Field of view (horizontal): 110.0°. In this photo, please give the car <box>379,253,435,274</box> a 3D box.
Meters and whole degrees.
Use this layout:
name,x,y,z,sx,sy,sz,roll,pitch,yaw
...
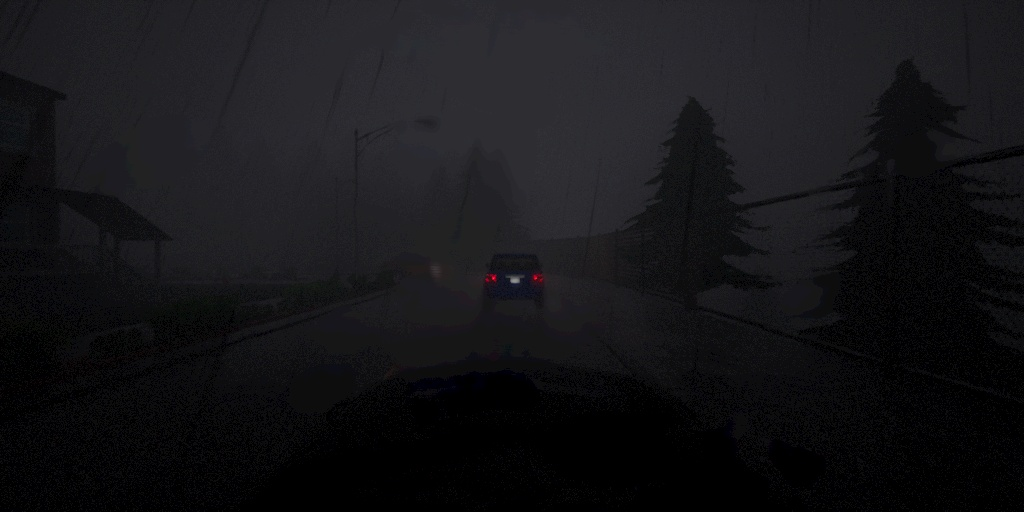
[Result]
name,x,y,z,sx,sy,sz,roll,pitch,yaw
car,-9.226,0.751,32.616,5.566,2.045,2.150,0,-1,11

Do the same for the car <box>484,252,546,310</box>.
name,x,y,z,sx,sy,sz,roll,pitch,yaw
car,0.099,0.881,14.381,2.150,2.045,5.566,0,0,0

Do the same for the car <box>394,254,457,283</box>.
name,x,y,z,sx,sy,sz,roll,pitch,yaw
car,-6.117,0.929,26.038,4.553,1.767,2.097,0,1,38
